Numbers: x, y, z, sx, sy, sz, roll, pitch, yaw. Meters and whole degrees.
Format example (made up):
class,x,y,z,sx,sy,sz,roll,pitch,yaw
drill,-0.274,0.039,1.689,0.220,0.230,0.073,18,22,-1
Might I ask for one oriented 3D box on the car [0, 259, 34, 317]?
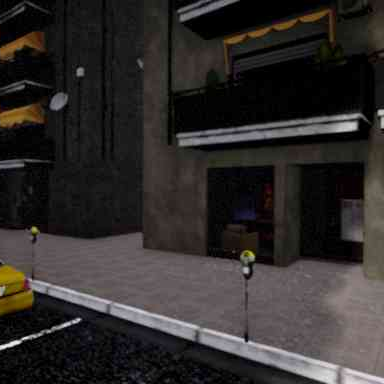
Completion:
class,x,y,z,sx,sy,sz,roll,pitch,yaw
car,-4.960,1.527,6.402,4.829,1.417,1.752,0,0,36
